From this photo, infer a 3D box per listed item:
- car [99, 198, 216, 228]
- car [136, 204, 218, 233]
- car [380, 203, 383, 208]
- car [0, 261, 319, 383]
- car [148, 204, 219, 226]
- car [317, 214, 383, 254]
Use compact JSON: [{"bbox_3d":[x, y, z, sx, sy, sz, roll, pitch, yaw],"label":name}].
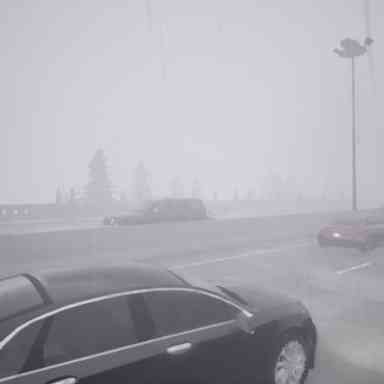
[{"bbox_3d":[-1.631,1.309,16.116,5.566,2.045,2.150,0,0,-39],"label":"car"},{"bbox_3d":[-0.856,1.603,21.219,4.902,1.511,2.128,0,0,-39],"label":"car"},{"bbox_3d":[30.646,1.908,51.014,4.674,1.442,1.812,3,-2,-38],"label":"car"},{"bbox_3d":[-0.650,1.525,3.474,4.892,1.490,1.837,0,0,-36],"label":"car"},{"bbox_3d":[-0.587,1.682,25.930,5.357,1.411,2.033,0,0,-39],"label":"car"},{"bbox_3d":[7.076,1.607,13.905,4.181,1.385,1.994,0,0,-39],"label":"car"}]
